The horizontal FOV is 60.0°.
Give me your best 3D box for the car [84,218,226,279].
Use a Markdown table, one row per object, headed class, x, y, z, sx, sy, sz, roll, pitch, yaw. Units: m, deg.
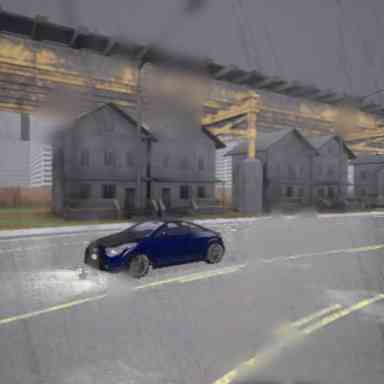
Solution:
| class | x | y | z | sx | sy | sz | roll | pitch | yaw |
| --- | --- | --- | --- | --- | --- | --- | --- | --- | --- |
| car | -0.973 | 1.492 | 9.862 | 4.181 | 1.385 | 1.994 | 0 | 0 | -39 |
